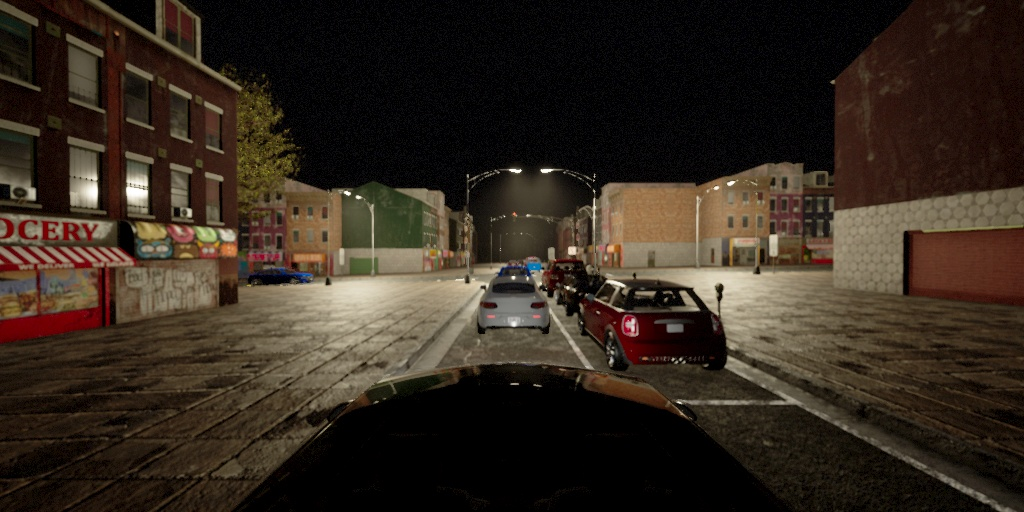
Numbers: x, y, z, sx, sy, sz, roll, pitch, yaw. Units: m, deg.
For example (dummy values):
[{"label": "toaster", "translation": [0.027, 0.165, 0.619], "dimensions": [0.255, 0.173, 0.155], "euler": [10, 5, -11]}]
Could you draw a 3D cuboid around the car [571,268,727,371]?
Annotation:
[{"label": "car", "translation": [2.647, 1.192, 7.727], "dimensions": [1.967, 1.591, 4.097], "euler": [0, 0, 0]}]

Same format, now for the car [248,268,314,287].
[{"label": "car", "translation": [-19.467, 1.771, 30.297], "dimensions": [5.008, 1.535, 1.882], "euler": [-2, 1, 0]}]

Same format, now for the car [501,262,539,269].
[{"label": "car", "translation": [0.145, 1.238, 18.251], "dimensions": [1.882, 1.535, 5.008], "euler": [0, 0, 1]}]

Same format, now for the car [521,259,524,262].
[{"label": "car", "translation": [2.723, 1.122, 50.298], "dimensions": [2.192, 1.841, 5.009], "euler": [0, 0, 0]}]

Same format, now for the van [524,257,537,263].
[{"label": "van", "translation": [2.713, 1.137, 44.892], "dimensions": [1.690, 1.789, 3.998], "euler": [0, 0, 0]}]

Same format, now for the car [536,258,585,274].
[{"label": "car", "translation": [2.666, 1.075, 18.531], "dimensions": [2.192, 1.841, 5.009], "euler": [0, 0, 0]}]

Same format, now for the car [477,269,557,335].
[{"label": "car", "translation": [0.031, 1.279, 10.377], "dimensions": [1.812, 1.442, 4.674], "euler": [0, 0, 0]}]

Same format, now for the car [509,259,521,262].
[{"label": "car", "translation": [0.203, 1.376, 59.951], "dimensions": [2.033, 1.411, 5.357], "euler": [0, 0, 0]}]

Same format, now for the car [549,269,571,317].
[{"label": "car", "translation": [2.657, 1.321, 13.129], "dimensions": [1.948, 1.339, 4.313], "euler": [0, 0, 0]}]
